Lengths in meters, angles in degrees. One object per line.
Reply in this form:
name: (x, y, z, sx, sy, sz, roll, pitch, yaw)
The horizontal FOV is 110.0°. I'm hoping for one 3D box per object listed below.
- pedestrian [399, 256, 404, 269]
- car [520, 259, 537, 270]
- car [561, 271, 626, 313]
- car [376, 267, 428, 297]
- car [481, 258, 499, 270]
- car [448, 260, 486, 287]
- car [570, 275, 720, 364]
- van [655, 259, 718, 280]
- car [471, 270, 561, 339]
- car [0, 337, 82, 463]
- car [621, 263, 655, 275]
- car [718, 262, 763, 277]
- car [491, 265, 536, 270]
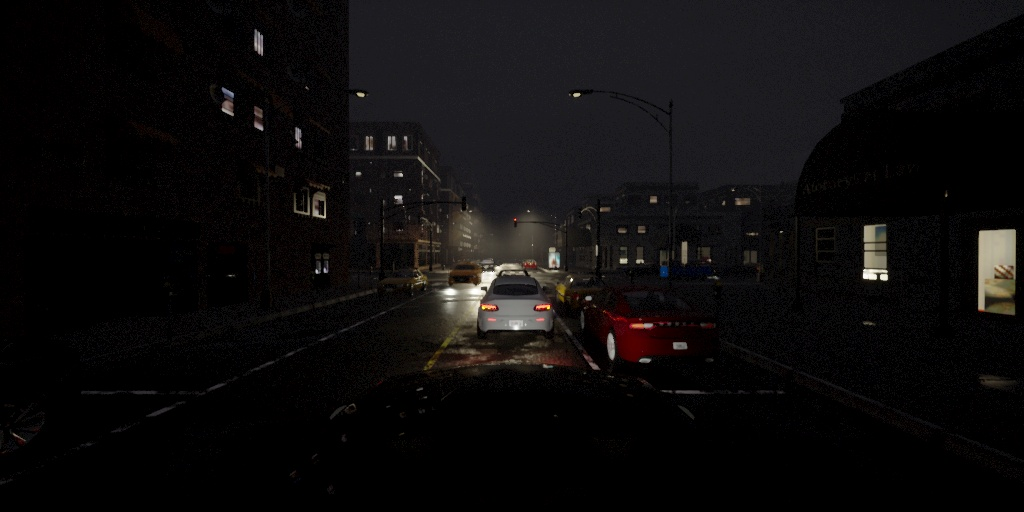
pedestrian: (-12.707, 0.823, 41.187, 0.375, 1.860, 0.375, 0, 0, -1)
car: (2.594, 1.203, 51.803, 1.967, 1.591, 4.097, 0, 0, 0)
car: (2.667, 1.274, 13.805, 1.751, 1.417, 4.829, 0, 0, 0)
car: (-5.725, 1.274, 19.150, 1.751, 1.417, 4.829, 0, 0, 0)
car: (-3.185, 1.251, 46.846, 2.128, 1.511, 4.902, 0, 0, 0)
car: (-3.144, 1.227, 24.833, 1.882, 1.535, 5.008, 0, 0, 0)
car: (2.678, 1.294, 7.938, 1.888, 1.381, 4.507, 0, 0, 0)
van: (14.601, 1.158, 30.125, 3.998, 1.789, 1.690, 0, 0, -1)
car: (0.084, 1.274, 9.952, 1.812, 1.442, 4.674, 0, 0, 0)
car: (-5.692, 1.316, 2.231, 1.948, 1.339, 4.313, 0, 0, 0)
car: (13.424, 1.375, 35.902, 4.718, 1.301, 1.895, 0, 0, -1)
car: (22.343, 1.361, 35.982, 4.181, 1.385, 1.994, 0, 0, 0)
car: (0.077, 1.350, 19.063, 1.895, 1.301, 4.718, 0, 0, 0)
